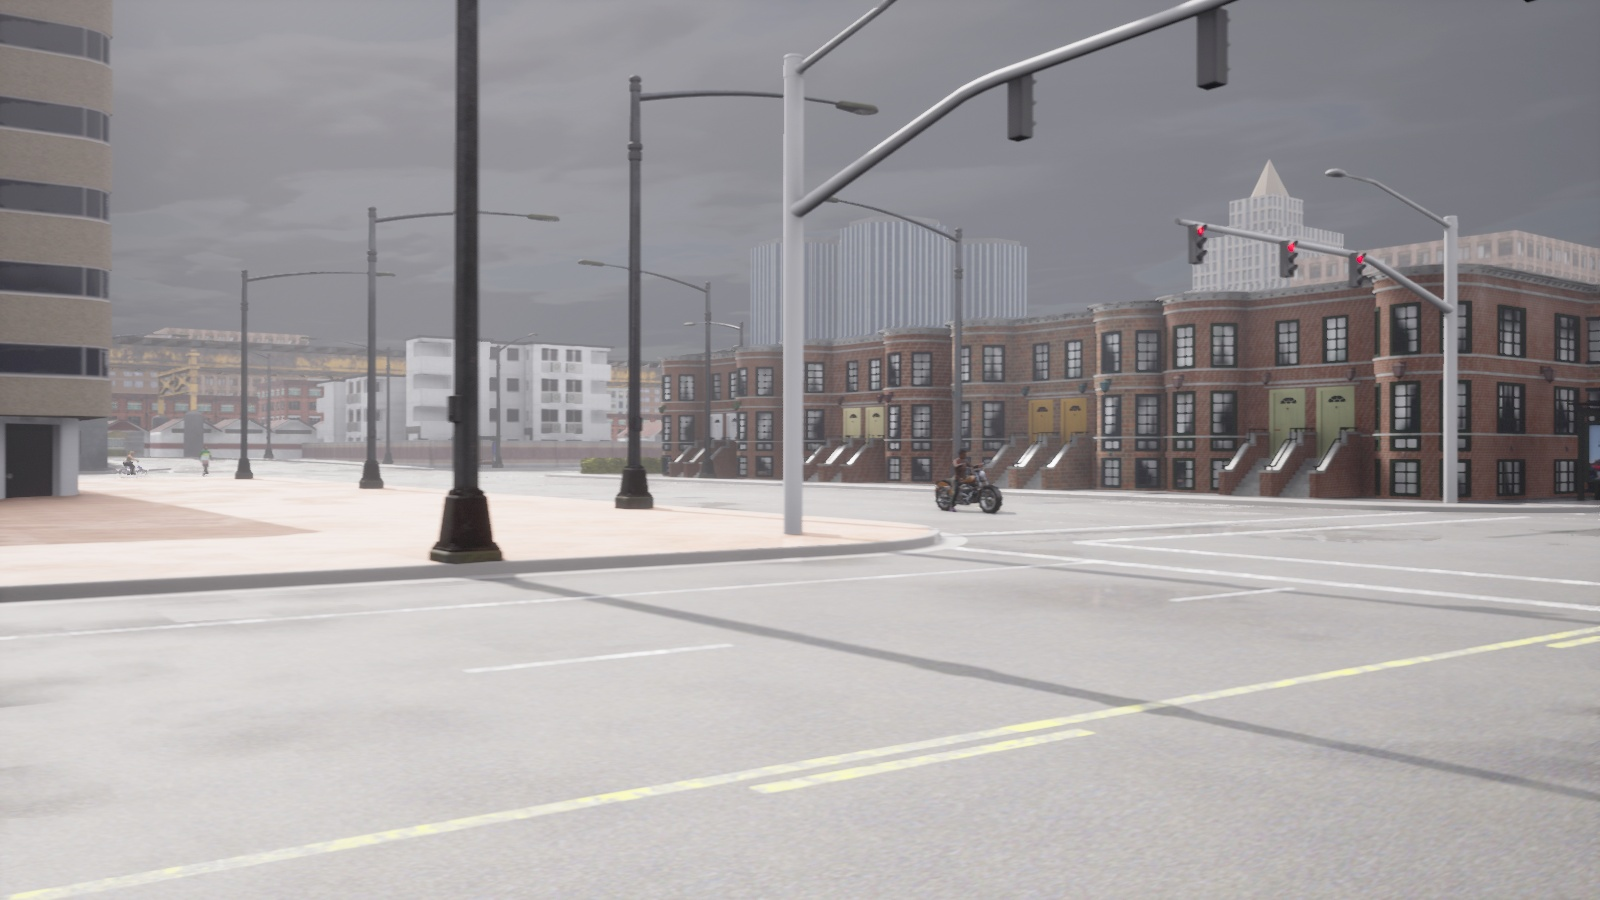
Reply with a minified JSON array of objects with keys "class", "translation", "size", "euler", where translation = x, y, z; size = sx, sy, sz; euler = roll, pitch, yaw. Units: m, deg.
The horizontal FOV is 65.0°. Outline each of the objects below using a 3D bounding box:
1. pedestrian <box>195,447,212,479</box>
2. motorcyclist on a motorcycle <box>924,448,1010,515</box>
[{"class":"pedestrian","translation":[-37.092,0.800,78.119],"size":[0.873,1.952,0.659],"euler":[0,0,42]},{"class":"motorcyclist on a motorcycle","translation":[4.191,0.764,31.764],"size":[0.766,1.649,2.350],"euler":[0,0,-35]}]
